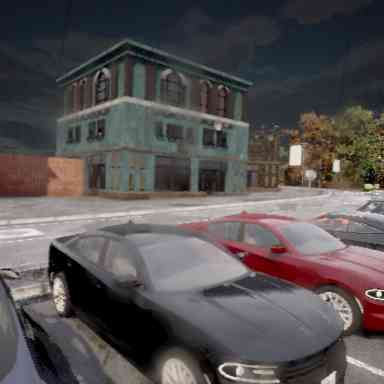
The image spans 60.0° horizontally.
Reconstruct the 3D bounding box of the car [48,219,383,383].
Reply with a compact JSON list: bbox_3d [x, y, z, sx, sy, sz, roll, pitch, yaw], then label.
[{"bbox_3d":[-0.447,1.259,4.750,2.097,1.535,5.008,-1,3,-41],"label":"car"}]

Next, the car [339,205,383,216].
[{"bbox_3d":[3.788,1.191,8.380,2.002,1.452,4.674,-1,4,-41],"label":"car"}]

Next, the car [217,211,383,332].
[{"bbox_3d":[1.667,1.209,6.568,2.097,1.535,5.008,-1,4,-41],"label":"car"}]

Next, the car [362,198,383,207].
[{"bbox_3d":[5.922,0.961,10.166,2.185,1.767,4.553,-2,4,-41],"label":"car"}]
